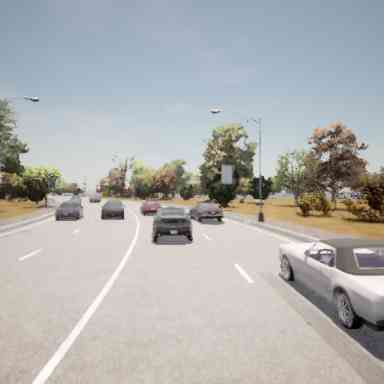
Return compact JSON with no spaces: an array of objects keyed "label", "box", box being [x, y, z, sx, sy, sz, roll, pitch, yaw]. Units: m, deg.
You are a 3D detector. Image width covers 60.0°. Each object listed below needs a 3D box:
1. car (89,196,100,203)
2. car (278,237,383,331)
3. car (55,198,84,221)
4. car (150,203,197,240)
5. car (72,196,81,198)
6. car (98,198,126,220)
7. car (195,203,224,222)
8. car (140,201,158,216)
[{"label":"car","box":[-19.599,1.551,67.170,1.994,1.385,4.181,0,0,-24]},{"label":"car","box":[3.319,1.593,6.867,1.895,1.301,4.718,0,0,-3]},{"label":"car","box":[-10.125,1.522,27.747,1.837,1.490,4.892,0,0,-12]},{"label":"car","box":[-1.083,1.508,16.970,1.837,1.490,4.892,0,0,-7]},{"label":"car","box":[-22.955,1.518,66.103,2.128,1.511,4.902,0,0,-24]},{"label":"car","box":[-6.669,1.490,28.339,1.882,1.535,5.008,0,0,-12]},{"label":"car","box":[1.050,1.549,26.476,2.033,1.411,5.357,0,0,-10]},{"label":"car","box":[-4.265,1.574,34.442,1.994,1.385,4.181,0,0,-13]}]
